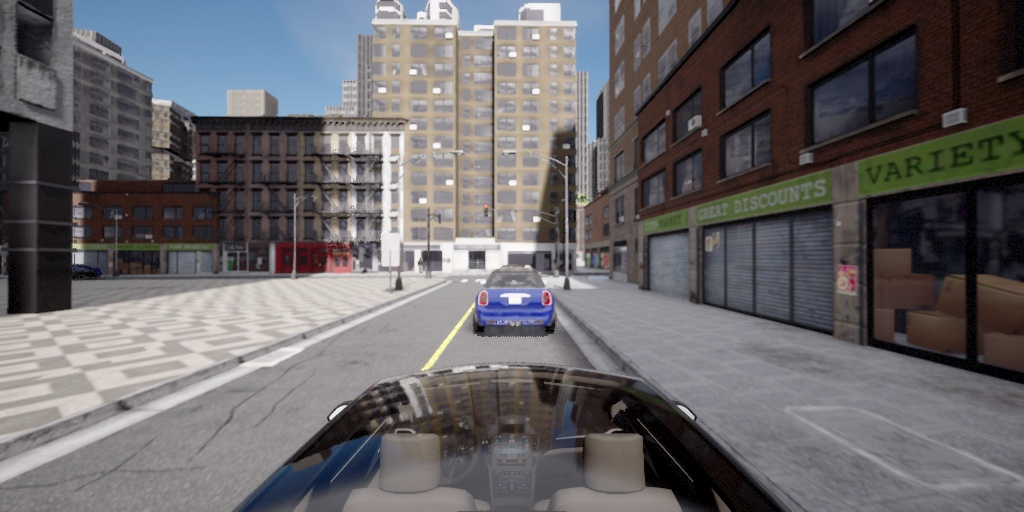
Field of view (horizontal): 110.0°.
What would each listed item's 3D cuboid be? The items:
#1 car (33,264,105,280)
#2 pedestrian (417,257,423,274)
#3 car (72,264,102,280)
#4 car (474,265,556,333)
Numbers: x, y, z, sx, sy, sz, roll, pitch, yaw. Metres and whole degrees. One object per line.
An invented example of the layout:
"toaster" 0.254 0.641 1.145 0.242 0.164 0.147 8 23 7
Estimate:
"car" -45.109 1.602 36.609 5.008 1.535 1.882 0 0 -1
"pedestrian" -10.336 1.043 40.295 0.375 1.860 0.375 0 0 -1
"car" -42.051 1.693 33.542 4.718 1.301 1.895 0 0 -1
"car" 0.063 1.118 10.938 2.097 1.767 4.553 0 0 0
